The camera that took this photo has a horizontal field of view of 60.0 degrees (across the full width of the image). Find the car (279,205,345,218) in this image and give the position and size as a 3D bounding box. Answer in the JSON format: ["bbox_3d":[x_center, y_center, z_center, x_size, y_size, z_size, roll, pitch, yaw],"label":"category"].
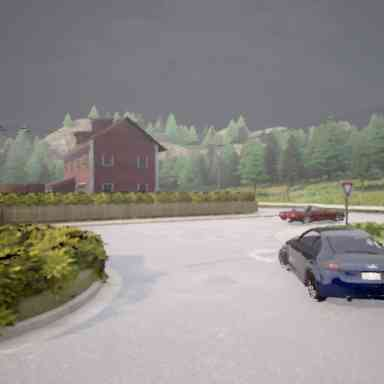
[{"bbox_3d":[8.774,1.626,24.039,4.718,1.301,1.895,0,0,-23],"label":"car"}]

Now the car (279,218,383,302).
[{"bbox_3d":[3.556,1.572,8.308,1.994,1.385,4.181,0,0,4],"label":"car"}]
